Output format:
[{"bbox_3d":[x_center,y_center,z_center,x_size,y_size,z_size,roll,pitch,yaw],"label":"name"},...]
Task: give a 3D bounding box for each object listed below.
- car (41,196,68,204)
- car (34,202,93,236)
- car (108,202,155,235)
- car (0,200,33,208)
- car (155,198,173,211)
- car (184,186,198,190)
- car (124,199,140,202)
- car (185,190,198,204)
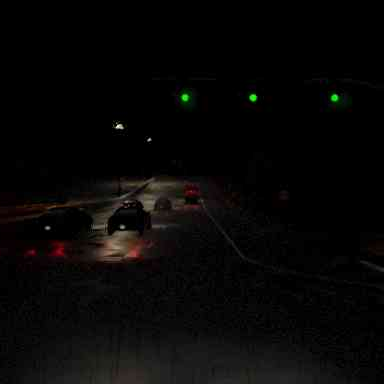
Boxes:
[{"bbox_3d":[-17.569,1.312,42.672,1.882,1.535,5.008,0,2,0],"label":"car"},{"bbox_3d":[-6.901,1.515,18.200,1.812,1.442,4.674,0,0,0],"label":"car"},{"bbox_3d":[-3.401,1.515,18.568,1.812,1.442,4.674,0,0,0],"label":"car"},{"bbox_3d":[-17.515,1.529,32.589,2.033,1.411,5.357,0,0,0],"label":"car"},{"bbox_3d":[-3.455,1.442,39.904,1.812,1.442,4.674,0,1,0],"label":"car"},{"bbox_3d":[-0.168,-0.130,60.416,2.150,2.045,5.566,0,6,0],"label":"car"},{"bbox_3d":[-6.948,1.486,38.731,2.033,1.411,5.357,0,1,0],"label":"car"},{"bbox_3d":[-0.110,0.970,50.044,1.882,1.535,5.008,0,4,0],"label":"car"}]
